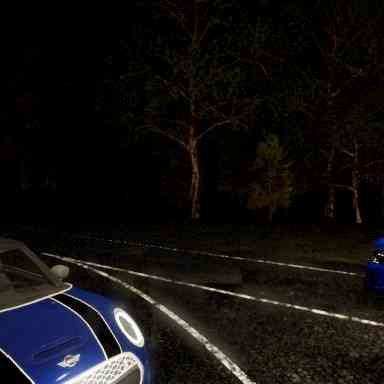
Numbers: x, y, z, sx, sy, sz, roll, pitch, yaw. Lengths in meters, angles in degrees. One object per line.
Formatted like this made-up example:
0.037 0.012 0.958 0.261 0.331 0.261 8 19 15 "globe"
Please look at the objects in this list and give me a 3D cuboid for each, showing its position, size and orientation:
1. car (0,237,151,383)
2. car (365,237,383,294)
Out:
-2.619 1.338 3.748 4.553 1.767 2.097 1 0 35 "car"
6.132 1.280 5.729 5.566 2.045 2.150 0 0 35 "car"
